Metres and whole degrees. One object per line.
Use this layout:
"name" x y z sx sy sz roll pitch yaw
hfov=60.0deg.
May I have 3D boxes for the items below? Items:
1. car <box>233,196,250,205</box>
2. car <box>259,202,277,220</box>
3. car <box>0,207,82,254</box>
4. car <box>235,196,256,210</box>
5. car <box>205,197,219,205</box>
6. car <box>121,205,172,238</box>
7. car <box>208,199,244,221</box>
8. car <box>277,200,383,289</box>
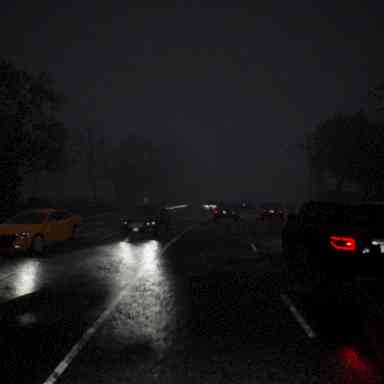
"car" 8.589 1.450 57.662 1.812 1.442 4.674 0 0 23
"car" 6.603 1.521 27.635 2.033 1.411 5.357 0 0 12
"car" -6.268 1.440 13.638 1.882 1.535 5.008 0 0 6
"car" 6.950 1.513 42.586 1.994 1.385 4.181 0 0 17
"car" 3.517 1.474 54.500 1.994 1.385 4.181 0 0 21
"car" -2.287 1.456 17.751 2.128 1.511 4.902 0 0 7
"car" 2.827 1.511 26.543 2.033 1.411 5.357 0 0 11
"car" 4.041 1.215 9.179 2.150 2.045 5.566 0 0 4
